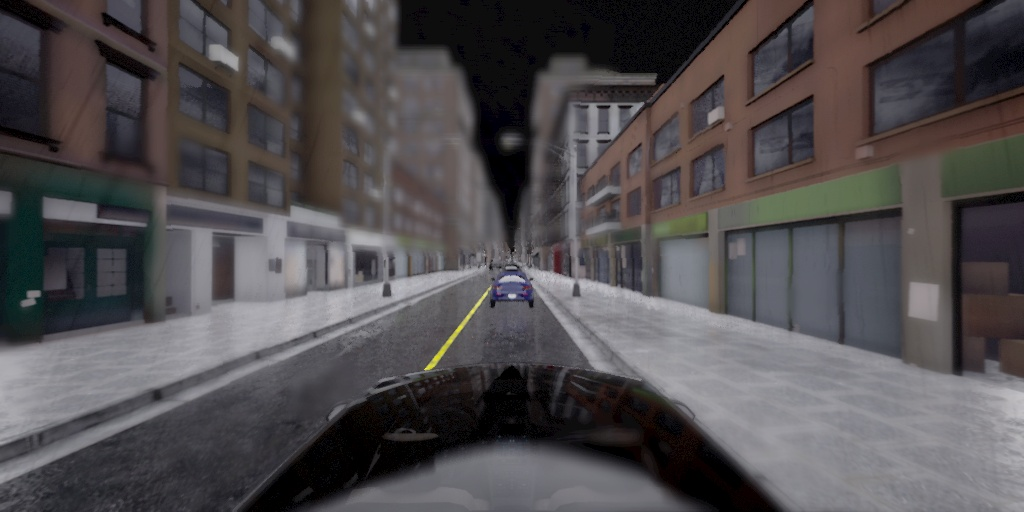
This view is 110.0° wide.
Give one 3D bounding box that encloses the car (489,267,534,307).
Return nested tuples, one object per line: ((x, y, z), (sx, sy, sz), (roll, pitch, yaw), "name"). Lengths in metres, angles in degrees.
((0.009, 1.407, 16.240), (1.812, 1.442, 4.674), (0, 0, 0), "car")

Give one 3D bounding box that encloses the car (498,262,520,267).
((0.015, 1.521, 31.143), (1.837, 1.490, 4.892), (0, 0, 0), "car")

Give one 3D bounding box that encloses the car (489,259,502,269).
((-3.009, 1.508, 65.333), (2.150, 2.045, 5.566), (0, 0, 1), "car")
